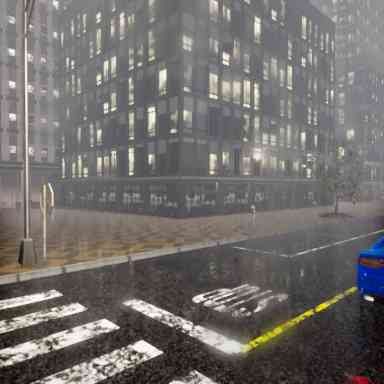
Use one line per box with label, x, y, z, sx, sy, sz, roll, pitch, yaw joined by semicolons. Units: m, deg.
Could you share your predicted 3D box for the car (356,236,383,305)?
car;5.190;1.387;6.973;5.008;1.535;1.882;-1;1;-44
